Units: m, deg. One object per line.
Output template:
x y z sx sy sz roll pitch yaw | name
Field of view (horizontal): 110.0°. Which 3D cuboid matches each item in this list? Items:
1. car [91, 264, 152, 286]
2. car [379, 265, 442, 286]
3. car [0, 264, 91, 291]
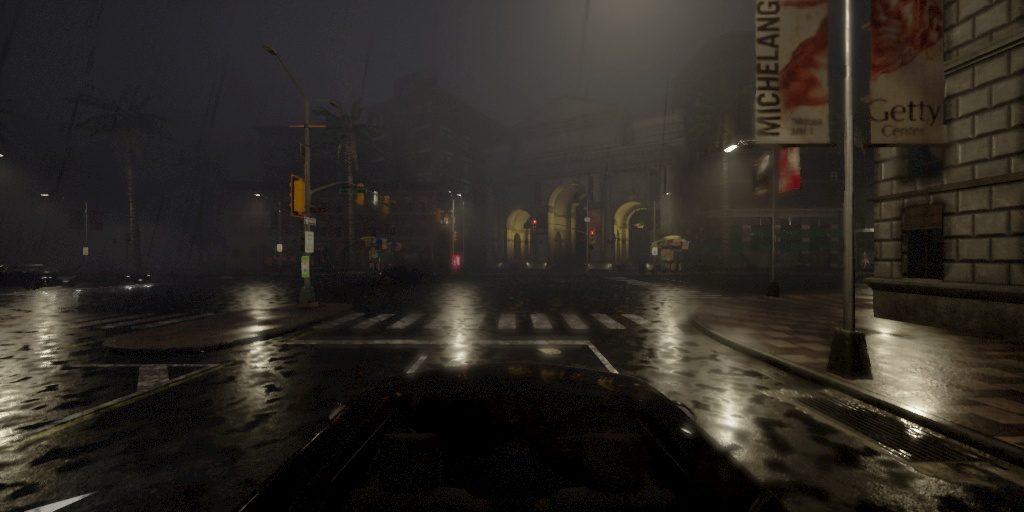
-28.652 1.297 25.104 5.357 1.411 2.033 0 0 1 | car
-7.004 1.314 24.887 4.181 1.385 1.994 0 0 1 | car
-28.916 1.242 21.446 4.902 1.511 2.128 0 0 4 | car
